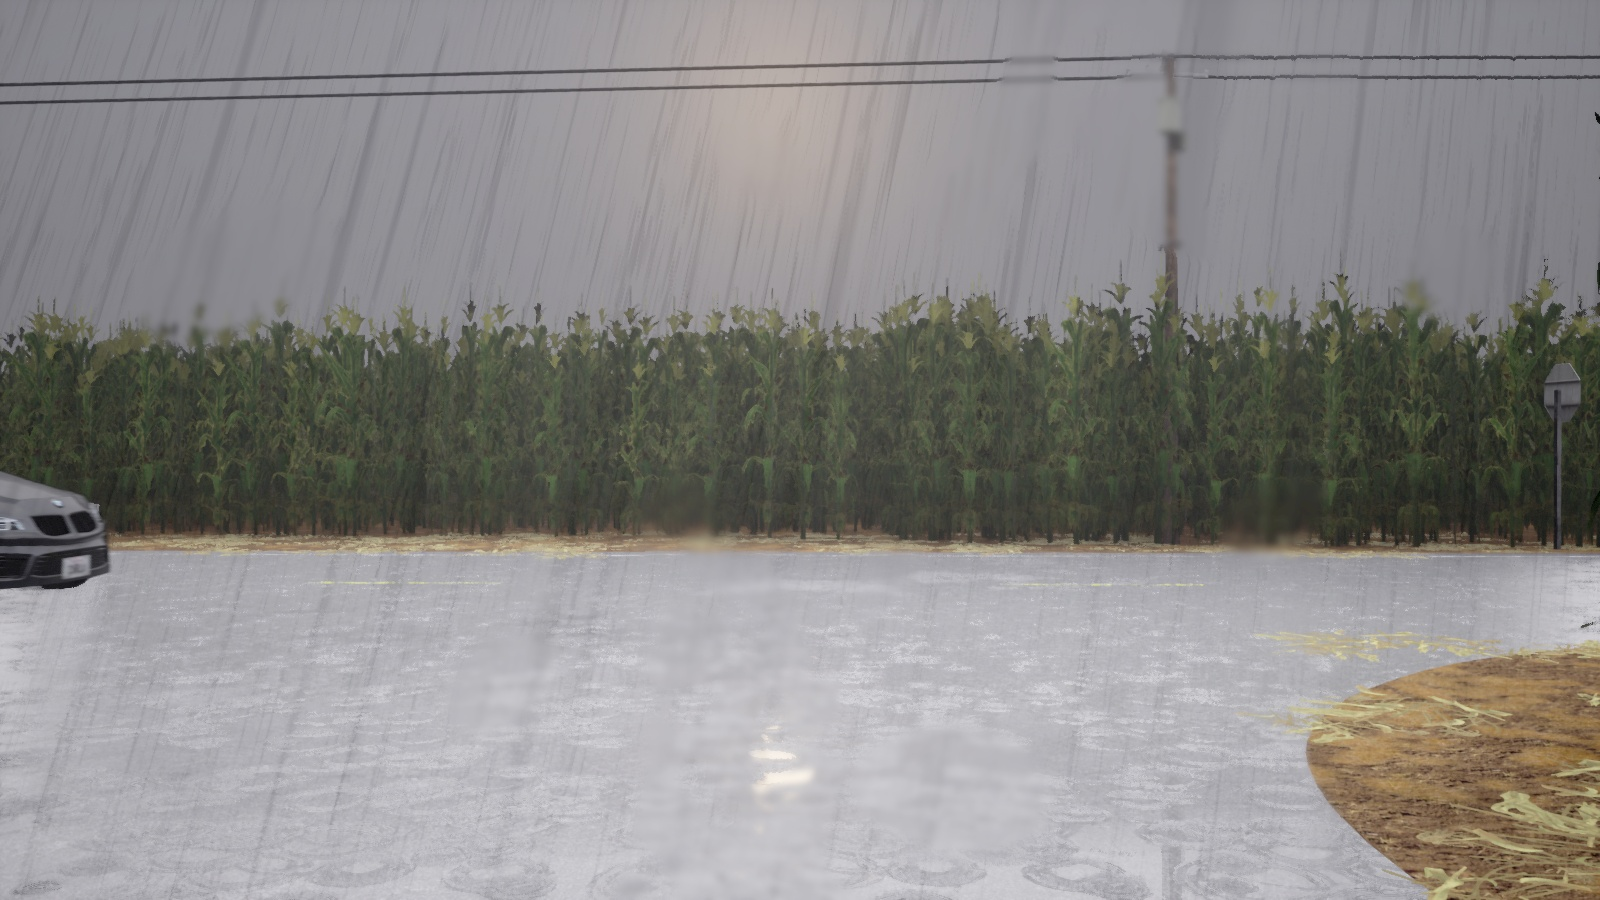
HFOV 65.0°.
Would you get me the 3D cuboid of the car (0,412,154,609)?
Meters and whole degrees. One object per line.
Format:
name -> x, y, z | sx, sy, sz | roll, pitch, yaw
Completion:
car -> -8.975, 0.500, 11.849 | 4.611, 1.667, 2.242 | 0, 0, 3
